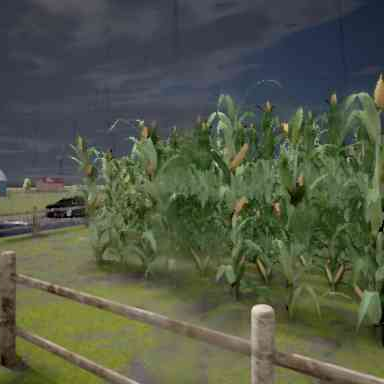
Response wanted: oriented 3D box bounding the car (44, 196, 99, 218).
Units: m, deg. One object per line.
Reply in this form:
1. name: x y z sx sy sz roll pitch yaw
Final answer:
1. car: -9.329 1.086 26.120 1.837 1.490 4.892 1 2 22

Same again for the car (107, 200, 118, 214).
1. car: -5.217 1.032 28.615 1.882 1.535 5.008 1 2 22
